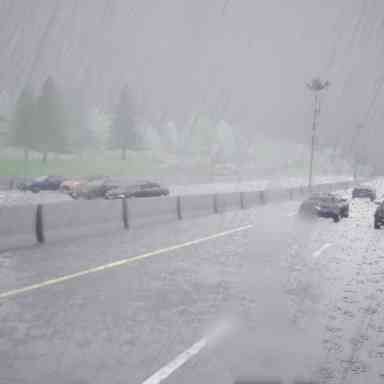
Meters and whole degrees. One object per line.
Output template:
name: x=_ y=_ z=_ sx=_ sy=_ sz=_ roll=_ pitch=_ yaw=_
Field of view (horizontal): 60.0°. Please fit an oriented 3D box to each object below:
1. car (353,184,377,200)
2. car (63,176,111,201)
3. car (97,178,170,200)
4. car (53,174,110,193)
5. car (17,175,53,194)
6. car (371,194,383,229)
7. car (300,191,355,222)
car: x=17.832 y=-0.043 z=34.359 sx=1.882 sy=1.535 sz=5.008 roll=5 pitch=5 yaw=33
car: x=-6.296 y=-0.191 z=23.328 sx=1.812 sy=1.442 sz=4.674 roll=5 pitch=4 yaw=33
car: x=-3.382 y=0.033 z=21.402 sx=1.837 sy=1.490 sz=4.892 roll=5 pitch=4 yaw=33
car: x=-8.251 y=-0.661 z=26.696 sx=2.097 sy=1.767 sz=4.553 roll=5 pitch=4 yaw=33
car: x=-11.925 y=-0.690 z=27.479 sx=1.812 sy=1.442 sz=4.674 roll=5 pitch=4 yaw=33
car: x=9.792 y=0.951 z=15.673 sx=1.837 sy=1.490 sz=4.892 roll=5 pitch=5 yaw=33
car: x=7.489 y=0.728 z=18.538 sx=1.994 sy=1.385 sz=4.181 roll=5 pitch=4 yaw=33
